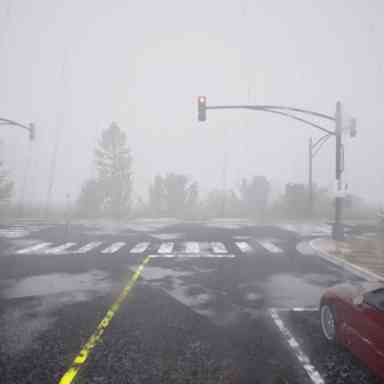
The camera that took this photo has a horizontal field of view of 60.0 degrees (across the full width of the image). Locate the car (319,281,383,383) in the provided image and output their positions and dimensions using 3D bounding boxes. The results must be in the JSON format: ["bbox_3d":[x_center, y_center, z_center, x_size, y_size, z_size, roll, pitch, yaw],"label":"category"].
[{"bbox_3d":[2.813,1.580,3.545,1.802,1.307,4.206,-1,0,0],"label":"car"}]

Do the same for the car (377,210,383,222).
[{"bbox_3d":[14.722,1.434,21.699,4.902,1.511,2.128,0,1,-1],"label":"car"}]
